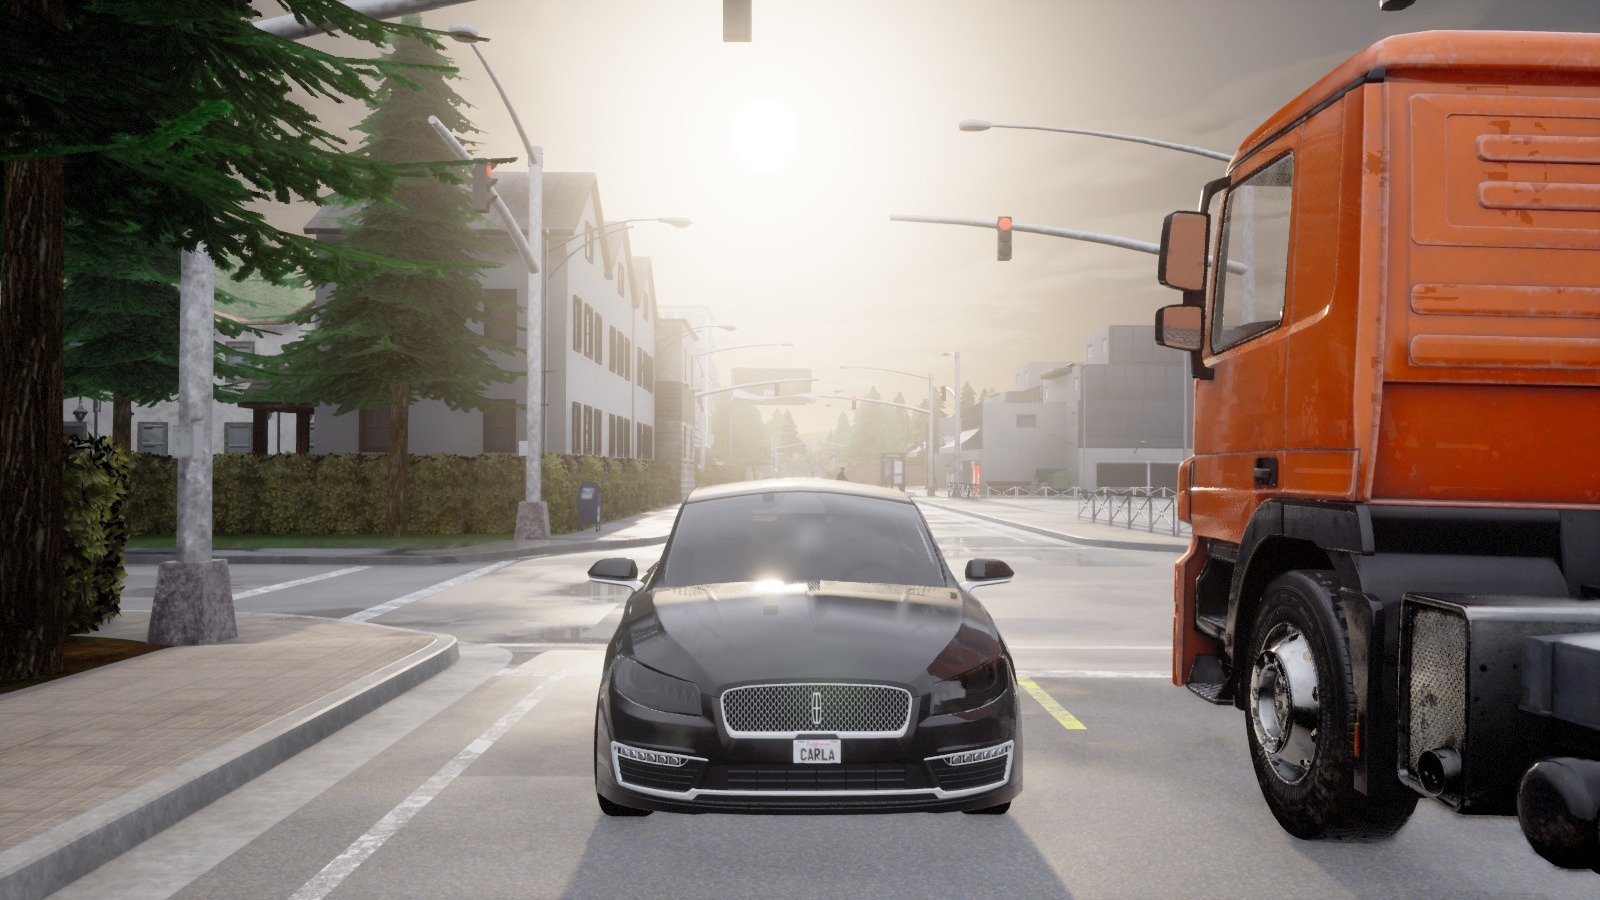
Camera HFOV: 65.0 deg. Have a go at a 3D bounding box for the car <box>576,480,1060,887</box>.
[{"bbox_3d":[-0.006,0.941,7.222,1.837,1.490,4.892,0,-1,-2],"label":"car"}]

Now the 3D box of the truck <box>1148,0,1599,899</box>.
[{"bbox_3d":[3.467,-0.063,3.129,2.891,3.462,7.936,1,0,0],"label":"truck"}]
